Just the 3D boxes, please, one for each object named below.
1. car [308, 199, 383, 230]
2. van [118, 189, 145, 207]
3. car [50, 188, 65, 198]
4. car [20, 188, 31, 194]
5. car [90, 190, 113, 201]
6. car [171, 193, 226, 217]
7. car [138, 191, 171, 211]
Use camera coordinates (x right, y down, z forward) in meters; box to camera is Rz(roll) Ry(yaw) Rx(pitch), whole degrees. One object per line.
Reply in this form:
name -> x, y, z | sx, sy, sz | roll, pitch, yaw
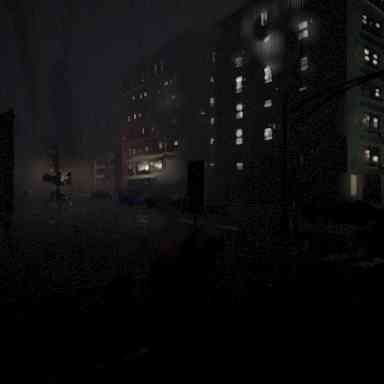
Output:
car -> 8.832, 1.203, 18.282 | 1.837, 1.490, 4.892 | 0, 3, -36
van -> -6.037, 0.593, 33.912 | 1.690, 1.788, 3.998 | 1, 0, -36
car -> -22.935, 0.318, 56.779 | 1.802, 1.307, 4.206 | 1, 0, -36
car -> -39.824, -0.338, 79.643 | 1.967, 1.590, 4.097 | 1, 0, -36
car -> -13.084, 0.461, 47.947 | 2.128, 1.511, 4.902 | 0, 1, -36
car -> 0.650, 1.004, 24.724 | 1.887, 1.381, 4.507 | 1, 0, -36
car -> -2.664, 0.900, 29.339 | 1.887, 1.381, 4.507 | 1, 0, -36
